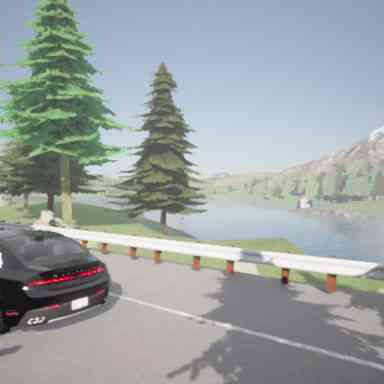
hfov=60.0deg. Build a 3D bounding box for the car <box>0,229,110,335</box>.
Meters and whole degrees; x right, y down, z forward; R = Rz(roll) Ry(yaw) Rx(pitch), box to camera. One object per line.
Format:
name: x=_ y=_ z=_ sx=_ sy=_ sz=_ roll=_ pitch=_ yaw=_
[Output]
car: x=-3.733 y=1.519 z=6.749 sx=4.892 sy=1.490 sz=1.837 roll=0 pitch=0 yaw=37
